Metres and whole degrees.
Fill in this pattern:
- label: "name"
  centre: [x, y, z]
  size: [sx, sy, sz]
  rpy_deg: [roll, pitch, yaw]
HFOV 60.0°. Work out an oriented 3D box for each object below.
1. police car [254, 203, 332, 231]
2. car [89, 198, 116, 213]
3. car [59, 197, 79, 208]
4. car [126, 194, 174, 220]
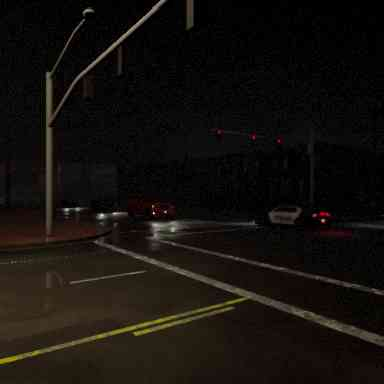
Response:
- label: "police car"
  centre: [6.128, 1.504, 21.028]
  size: [2.038, 1.542, 4.974]
  rpy_deg: [0, 0, -36]
- label: "car"
  centre: [-10.181, 1.506, 37.566]
  size: [1.837, 1.490, 4.892]
  rpy_deg: [0, 0, -36]
- label: "car"
  centre: [-18.005, 1.526, 48.500]
  size: [1.812, 1.442, 4.674]
  rpy_deg: [0, 0, -36]
- label: "car"
  centre: [-3.718, 1.222, 28.561]
  size: [2.150, 2.045, 5.566]
  rpy_deg: [0, 0, -36]
